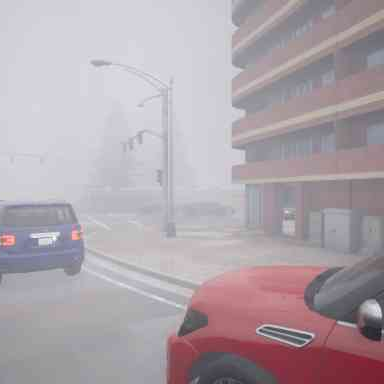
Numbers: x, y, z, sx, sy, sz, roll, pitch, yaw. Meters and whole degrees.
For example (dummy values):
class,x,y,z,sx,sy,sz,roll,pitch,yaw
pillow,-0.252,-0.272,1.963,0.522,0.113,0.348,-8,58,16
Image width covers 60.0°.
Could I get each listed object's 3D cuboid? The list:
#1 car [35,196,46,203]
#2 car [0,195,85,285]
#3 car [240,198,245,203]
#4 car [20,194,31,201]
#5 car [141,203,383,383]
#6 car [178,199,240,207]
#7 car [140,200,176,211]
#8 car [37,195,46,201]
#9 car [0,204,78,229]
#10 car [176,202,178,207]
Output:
class,x,y,z,sx,sy,sz,roll,pitch,yaw
car,-33.275,1.540,72.982,2.033,1.411,5.357,0,0,-23
car,-4.917,1.221,9.767,2.150,2.045,5.566,0,0,-36
car,5.178,1.533,39.703,5.008,1.535,1.882,0,0,-23
car,-40.482,1.355,80.970,2.097,1.767,4.553,0,0,-23
car,2.392,1.221,2.420,5.566,2.045,2.150,0,0,36
car,1.581,1.560,30.399,4.892,1.490,1.837,0,0,-23
car,-3.344,1.581,36.126,4.674,1.442,1.812,0,0,-23
car,-37.309,1.478,82.452,1.882,1.535,5.008,0,0,-23
car,-9.980,1.545,21.797,4.674,1.442,1.812,0,0,-23
car,1.115,1.656,34.215,4.718,1.301,1.895,0,0,-23
